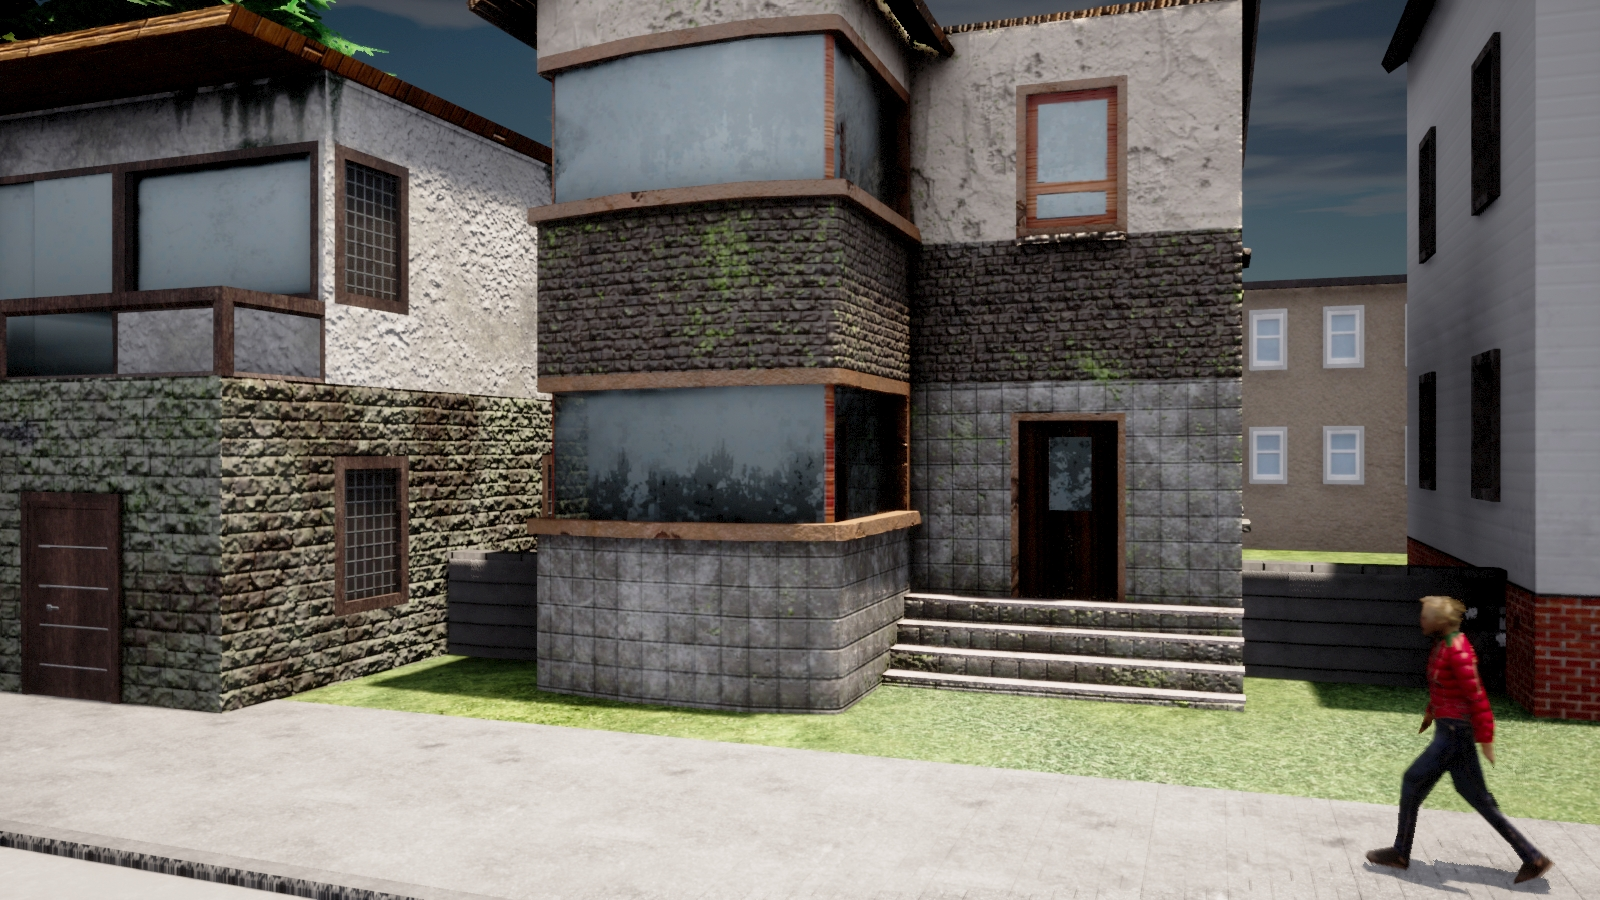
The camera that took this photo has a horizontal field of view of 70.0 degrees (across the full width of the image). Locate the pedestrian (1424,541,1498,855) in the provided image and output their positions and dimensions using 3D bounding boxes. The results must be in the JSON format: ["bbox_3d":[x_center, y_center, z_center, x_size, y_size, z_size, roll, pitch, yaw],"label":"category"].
[{"bbox_3d":[4.142,1.523,7.171,0.375,1.860,0.375,0,0,26],"label":"pedestrian"}]
